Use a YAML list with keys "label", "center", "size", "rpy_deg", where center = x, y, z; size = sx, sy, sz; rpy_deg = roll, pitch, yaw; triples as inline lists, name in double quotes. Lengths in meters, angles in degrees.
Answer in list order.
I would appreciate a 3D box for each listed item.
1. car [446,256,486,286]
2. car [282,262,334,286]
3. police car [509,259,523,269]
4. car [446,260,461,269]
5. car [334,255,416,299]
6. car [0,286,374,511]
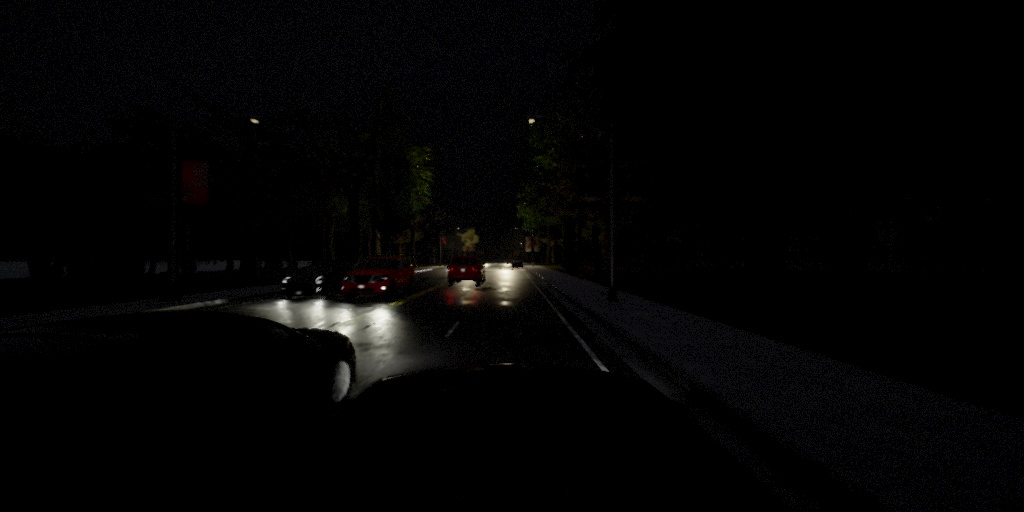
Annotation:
- label: "car"
  center: [-3.159, 1.005, 25.707]
  size: [2.150, 2.045, 5.566]
  rpy_deg: [0, 0, 0]
- label: "car"
  center: [-9.853, 1.120, 18.809]
  size: [2.097, 1.767, 4.553]
  rpy_deg: [0, 0, 0]
- label: "police car"
  center: [0.924, 1.342, 62.573]
  size: [1.930, 1.638, 5.238]
  rpy_deg: [0, 0, 0]
- label: "car"
  center: [-9.824, 1.431, 60.684]
  size: [1.812, 1.442, 4.674]
  rpy_deg: [0, 0, 0]
- label: "car"
  center: [-6.604, 0.989, 18.451]
  size: [2.150, 2.045, 5.566]
  rpy_deg: [0, 0, 0]
- label: "car"
  center: [-3.151, 1.255, 3.237]
  size: [1.837, 1.490, 4.892]
  rpy_deg: [0, 0, 0]
